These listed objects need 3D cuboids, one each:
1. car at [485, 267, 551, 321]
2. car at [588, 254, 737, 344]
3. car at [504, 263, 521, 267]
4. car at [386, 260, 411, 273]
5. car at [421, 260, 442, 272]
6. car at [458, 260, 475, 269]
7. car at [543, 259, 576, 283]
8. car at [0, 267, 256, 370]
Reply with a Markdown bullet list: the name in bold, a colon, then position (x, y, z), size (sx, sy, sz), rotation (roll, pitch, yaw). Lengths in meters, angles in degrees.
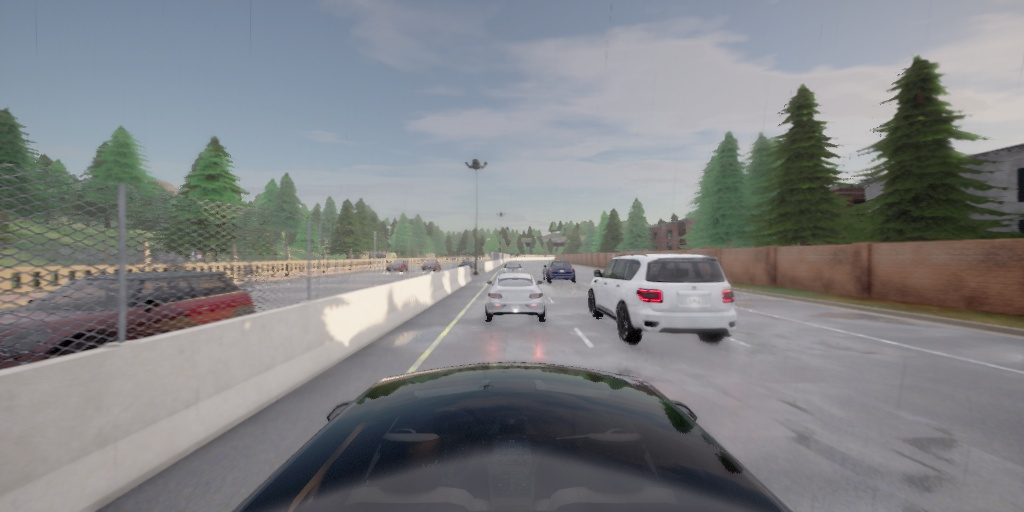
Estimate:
- **car**: position (0.103, 1.276, 12.345), size (1.812, 1.442, 4.674), rotation (0, 0, 0)
- **car**: position (3.616, 0.971, 9.752), size (2.150, 2.045, 5.566), rotation (0, 0, 0)
- **car**: position (0.061, 1.352, 33.857), size (1.895, 1.301, 4.718), rotation (0, 0, 0)
- **car**: position (-14.118, 1.277, 44.805), size (1.812, 1.442, 4.674), rotation (0, 0, 1)
- **car**: position (-10.585, 1.277, 47.400), size (1.812, 1.442, 4.674), rotation (0, 0, 1)
- **car**: position (-6.928, 1.316, 55.063), size (1.994, 1.385, 4.181), rotation (0, 0, 2)
- **car**: position (3.595, 1.103, 28.038), size (2.097, 1.767, 4.553), rotation (0, 0, 0)
- **car**: position (-7.099, 1.102, 6.527), size (2.097, 1.767, 4.553), rotation (0, 0, 0)
